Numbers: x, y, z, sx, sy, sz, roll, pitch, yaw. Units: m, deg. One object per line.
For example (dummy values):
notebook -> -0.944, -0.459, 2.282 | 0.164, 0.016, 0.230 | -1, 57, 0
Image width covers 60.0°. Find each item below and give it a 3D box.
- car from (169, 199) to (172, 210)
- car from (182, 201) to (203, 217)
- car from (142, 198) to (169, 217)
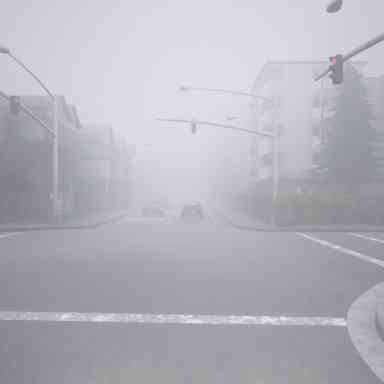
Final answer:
car -> -3.573, 1.505, 41.822 | 1.837, 1.490, 4.892 | 0, 0, 1
car -> 0.041, 1.525, 30.711 | 1.812, 1.442, 4.674 | 0, 0, 1
car -> -3.579, 1.505, 31.734 | 1.837, 1.490, 4.892 | 0, 0, 0
